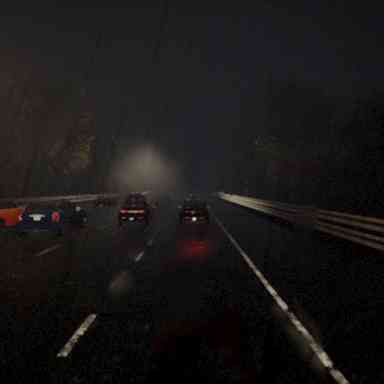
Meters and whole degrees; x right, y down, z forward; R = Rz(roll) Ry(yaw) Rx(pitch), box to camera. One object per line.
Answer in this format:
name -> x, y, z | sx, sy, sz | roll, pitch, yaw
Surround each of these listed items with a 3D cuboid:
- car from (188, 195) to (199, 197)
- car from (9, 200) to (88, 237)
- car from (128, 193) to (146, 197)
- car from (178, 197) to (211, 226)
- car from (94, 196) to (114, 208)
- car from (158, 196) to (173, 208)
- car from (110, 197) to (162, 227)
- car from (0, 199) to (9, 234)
car -> 0.189, 1.081, 43.548 | 1.812, 1.442, 4.674 | 0, 1, 0
car -> -6.876, 1.176, 16.890 | 2.097, 1.767, 4.553 | 0, 1, 0
car -> -6.818, 0.931, 40.938 | 2.097, 1.767, 4.553 | 0, 0, 0
car -> 0.136, 1.282, 21.575 | 1.837, 1.490, 4.892 | 0, 1, 0
car -> -10.320, 1.186, 40.234 | 1.895, 1.301, 4.718 | 0, 1, 0
car -> -3.320, 1.145, 39.344 | 2.033, 1.411, 5.357 | 0, 1, 0
car -> -3.365, 1.274, 20.992 | 2.128, 1.511, 4.902 | 0, 1, 0
car -> -10.374, 1.166, 17.796 | 2.097, 1.767, 4.553 | 0, 1, 0
